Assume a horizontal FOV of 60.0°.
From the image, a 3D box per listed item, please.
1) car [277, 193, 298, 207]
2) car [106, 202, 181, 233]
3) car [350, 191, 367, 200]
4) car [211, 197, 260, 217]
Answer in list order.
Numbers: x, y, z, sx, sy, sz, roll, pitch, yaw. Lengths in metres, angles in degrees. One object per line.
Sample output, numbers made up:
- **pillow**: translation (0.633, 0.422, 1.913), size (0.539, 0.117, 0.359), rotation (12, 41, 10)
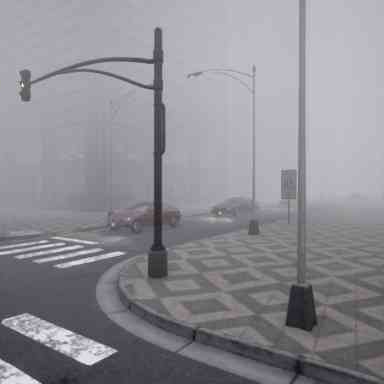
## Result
- **car**: translation (11.092, 0.834, 36.848), size (1.882, 1.535, 5.008), rotation (0, 1, 36)
- **car**: translation (-2.442, 1.264, 18.024), size (1.812, 1.442, 4.674), rotation (0, 1, 36)
- **car**: translation (26.377, 0.559, 52.683), size (1.812, 1.442, 4.674), rotation (0, 1, 36)
- **car**: translation (3.593, 1.111, 26.427), size (2.033, 1.411, 5.357), rotation (0, 1, 36)
